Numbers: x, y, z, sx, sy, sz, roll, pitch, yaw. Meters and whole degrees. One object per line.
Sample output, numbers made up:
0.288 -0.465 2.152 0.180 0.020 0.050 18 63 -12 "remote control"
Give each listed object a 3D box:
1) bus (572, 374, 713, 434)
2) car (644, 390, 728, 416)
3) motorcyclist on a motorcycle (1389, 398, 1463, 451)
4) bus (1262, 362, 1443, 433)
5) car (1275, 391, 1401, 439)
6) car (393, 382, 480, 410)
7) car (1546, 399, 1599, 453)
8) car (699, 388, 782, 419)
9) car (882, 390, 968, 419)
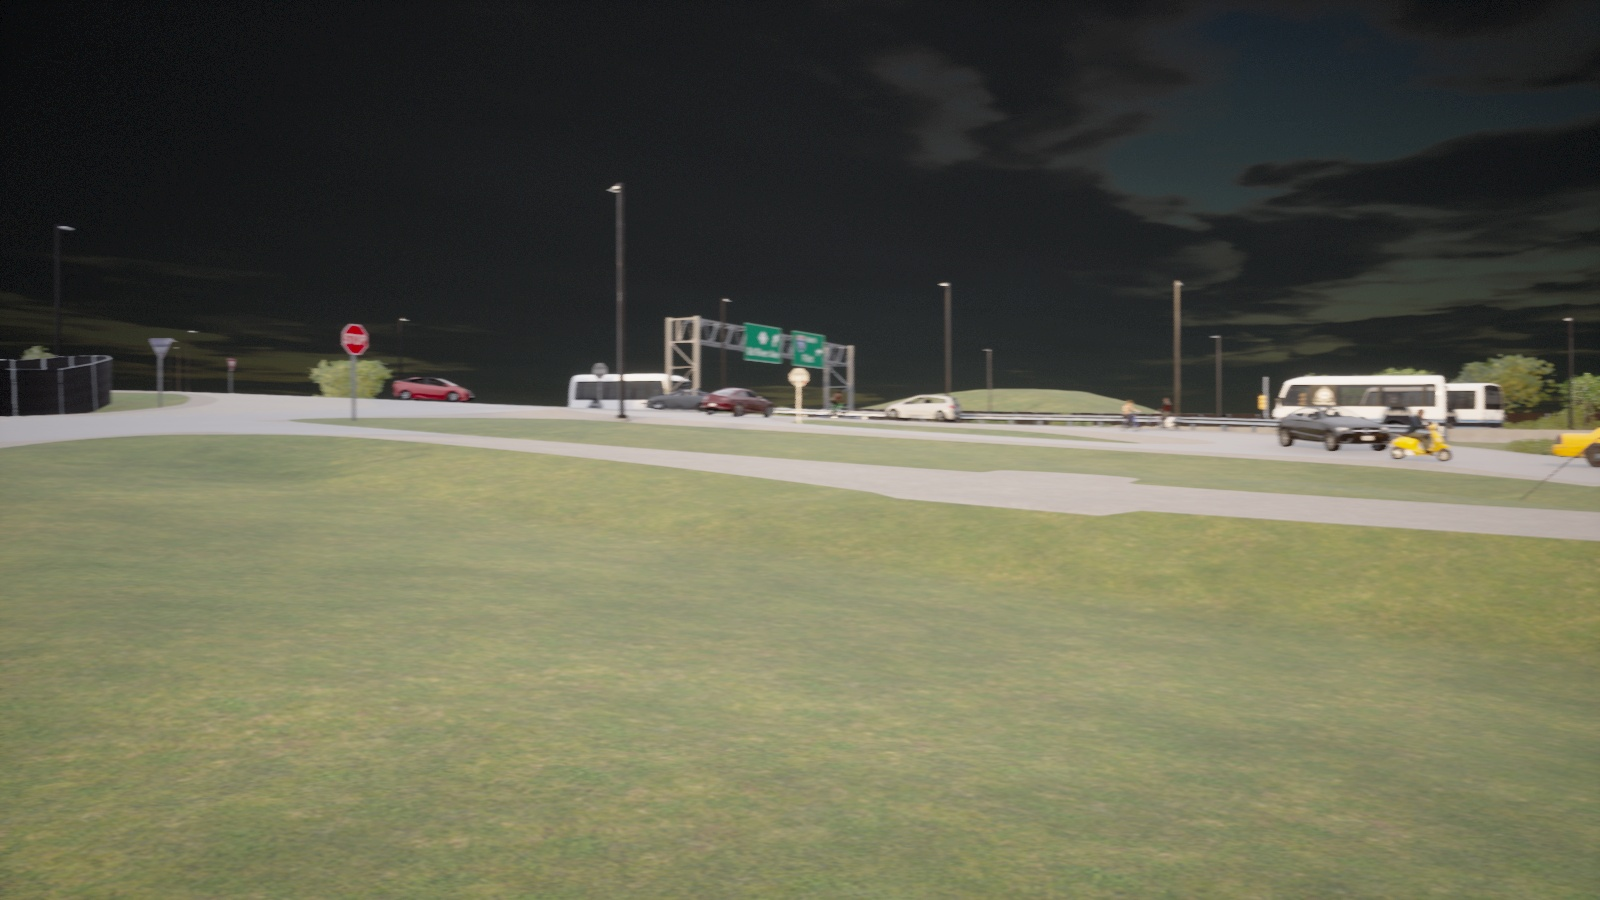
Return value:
-11.852 -3.330 93.796 10.273 4.253 3.944 0 1 32 "bus"
-7.165 -2.975 79.069 4.902 1.511 2.128 1 0 6 "car"
19.053 -0.795 38.224 1.817 1.590 0.866 2 3 43 "motorcyclist on a motorcycle"
35.237 -3.225 80.161 10.273 4.253 3.944 0 1 29 "bus"
20.303 -1.381 47.698 2.152 1.651 5.027 -1 3 -7 "car"
-21.565 -3.199 74.611 4.514 1.525 2.007 1 1 0 "car"
24.713 -0.679 36.023 1.801 1.575 5.366 0 2 -39 "car"
-2.961 -2.350 63.504 1.812 1.442 4.674 3 3 31 "car"
7.566 -2.741 75.984 4.611 1.667 2.242 2 2 24 "car"
